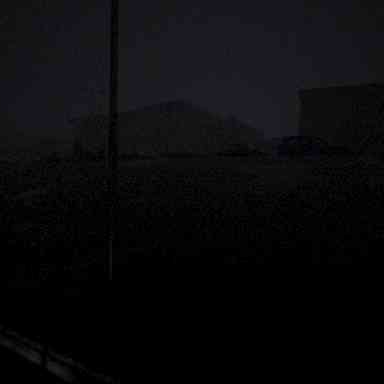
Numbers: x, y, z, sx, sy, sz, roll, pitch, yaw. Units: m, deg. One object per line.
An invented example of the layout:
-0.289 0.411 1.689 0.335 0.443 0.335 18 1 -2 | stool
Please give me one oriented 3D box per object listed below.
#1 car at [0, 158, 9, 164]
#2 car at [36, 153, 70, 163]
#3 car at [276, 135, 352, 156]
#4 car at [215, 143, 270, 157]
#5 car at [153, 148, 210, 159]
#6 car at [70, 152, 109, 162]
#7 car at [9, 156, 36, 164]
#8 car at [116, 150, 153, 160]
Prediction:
-24.864 -3.845 44.483 4.674 1.452 2.002 1 1 33 | car
-15.402 -3.803 38.732 4.553 1.767 2.185 1 1 31 | car
9.460 -3.345 26.070 5.566 2.045 2.435 2 1 25 | car
4.361 -3.366 28.412 4.553 1.767 2.185 1 1 26 | car
-0.718 -3.364 30.857 4.892 1.521 2.231 1 1 27 | car
-10.411 -3.541 35.929 4.792 1.488 2.163 1 1 29 | car
-20.154 -3.781 41.551 5.008 1.535 2.097 1 1 32 | car
-5.549 -3.428 33.319 4.674 1.452 2.002 1 1 28 | car
